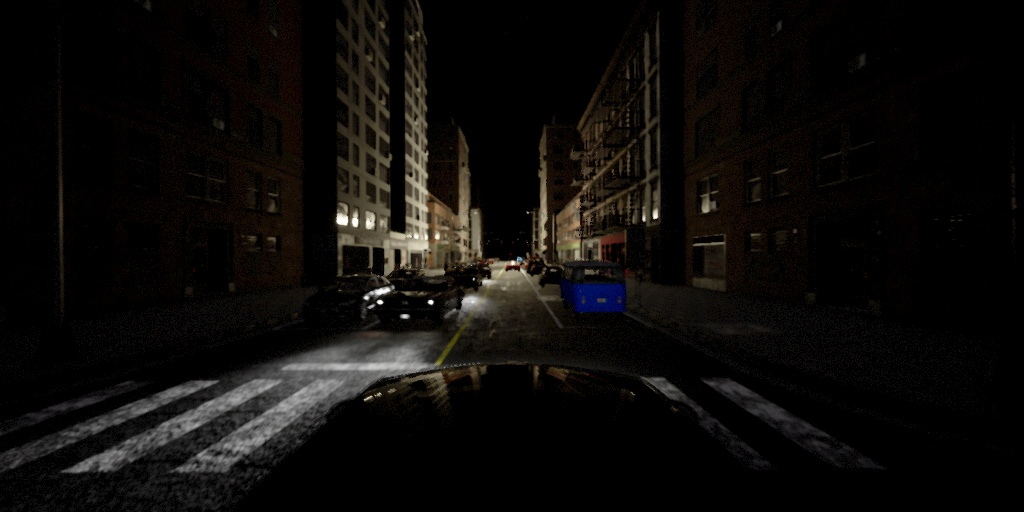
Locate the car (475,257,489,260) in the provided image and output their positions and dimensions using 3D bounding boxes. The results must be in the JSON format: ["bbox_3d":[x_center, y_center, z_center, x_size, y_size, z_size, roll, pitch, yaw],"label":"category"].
[{"bbox_3d":[-5.364,1.103,57.862,2.192,1.841,5.009,0,0,0],"label":"car"}]

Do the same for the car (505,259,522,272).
[{"bbox_3d":[0.119,1.354,46.074,1.895,1.301,4.718,0,0,0],"label":"car"}]

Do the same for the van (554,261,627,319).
[{"bbox_3d":[2.640,1.070,12.412,1.690,1.789,3.998,0,0,0],"label":"van"}]

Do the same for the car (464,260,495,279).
[{"bbox_3d":[-2.833,1.338,32.202,1.994,1.385,4.181,0,0,0],"label":"car"}]

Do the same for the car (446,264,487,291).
[{"bbox_3d":[-2.842,1.372,22.148,1.895,1.301,4.718,0,0,0],"label":"car"}]

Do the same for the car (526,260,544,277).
[{"bbox_3d":[2.651,1.320,35.137,1.802,1.307,4.207,0,0,0],"label":"car"}]

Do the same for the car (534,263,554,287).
[{"bbox_3d":[2.646,1.317,23.774,1.802,1.307,4.207,0,0,0],"label":"car"}]

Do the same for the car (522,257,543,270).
[{"bbox_3d":[2.653,1.052,40.819,2.192,1.841,5.009,0,0,0],"label":"car"}]

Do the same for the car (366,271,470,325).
[{"bbox_3d":[-2.860,1.367,12.136,1.895,1.301,4.718,0,0,3],"label":"car"}]

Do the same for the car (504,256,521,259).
[{"bbox_3d":[0.109,1.230,56.239,1.882,1.535,5.008,0,0,0],"label":"car"}]

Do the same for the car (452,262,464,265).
[{"bbox_3d":[-5.374,1.317,34.965,1.751,1.417,4.829,0,0,0],"label":"car"}]

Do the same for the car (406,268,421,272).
[{"bbox_3d":[-5.382,1.331,18.088,1.888,1.381,4.507,0,0,0],"label":"car"}]

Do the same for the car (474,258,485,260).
[{"bbox_3d":[-5.366,1.355,52.180,1.948,1.339,4.313,0,0,0],"label":"car"}]

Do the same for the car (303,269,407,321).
[{"bbox_3d":[-5.385,1.333,12.407,2.007,1.370,4.403,0,0,0],"label":"car"}]
